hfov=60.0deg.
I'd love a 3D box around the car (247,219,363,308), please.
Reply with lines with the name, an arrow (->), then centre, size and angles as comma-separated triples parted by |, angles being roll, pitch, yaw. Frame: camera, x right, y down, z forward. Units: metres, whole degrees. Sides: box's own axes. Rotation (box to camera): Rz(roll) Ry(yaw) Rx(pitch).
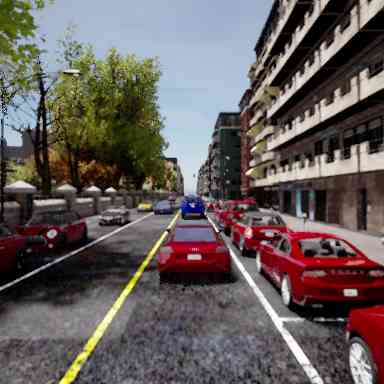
car -> 2.687, 1.580, 7.871 | 1.887, 1.381, 4.507 | 0, 0, 0

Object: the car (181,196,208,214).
car -> 0.088, 1.370, 32.227 | 2.150, 2.045, 5.566 | 0, 0, 0

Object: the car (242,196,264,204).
car -> 14.600, 1.993, 79.907 | 5.009, 1.841, 2.192 | 1, -1, 0

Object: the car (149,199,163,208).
car -> -5.702, 1.779, 52.741 | 1.752, 1.417, 4.829 | 0, 0, 0

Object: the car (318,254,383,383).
car -> 2.689, 1.555, 2.241 | 1.887, 1.381, 4.507 | 0, 0, 0

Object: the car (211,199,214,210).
car -> 2.684, 1.553, 24.762 | 1.967, 1.590, 4.097 | 0, 0, 0

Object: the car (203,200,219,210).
car -> 2.680, 1.790, 47.282 | 1.947, 1.339, 4.313 | 0, 0, 0

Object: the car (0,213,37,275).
car -> -5.694, 1.475, 7.870 | 1.967, 1.590, 4.097 | 0, 0, 0

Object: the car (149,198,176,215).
car -> -3.105, 1.718, 36.840 | 2.033, 1.411, 5.357 | 0, 0, 0

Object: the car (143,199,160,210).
car -> -5.700, 1.775, 47.280 | 2.008, 1.369, 4.403 | 0, 0, 0

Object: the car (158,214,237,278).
car -> 0.071, 1.611, 10.366 | 1.994, 1.385, 4.181 | 0, 0, 0

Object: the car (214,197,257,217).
car -> 2.684, 1.402, 19.131 | 2.192, 1.841, 5.009 | 0, 0, 0

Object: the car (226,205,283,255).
car -> 2.686, 1.501, 13.501 | 1.967, 1.590, 4.097 | 0, 0, 0

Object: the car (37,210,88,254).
car -> -5.695, 1.501, 13.498 | 1.967, 1.590, 4.097 | 0, 0, 0

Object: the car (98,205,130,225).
car -> -5.696, 1.664, 24.759 | 2.008, 1.369, 4.403 | 0, 0, 0

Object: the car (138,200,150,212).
car -> -5.700, 1.719, 41.480 | 1.752, 1.417, 4.829 | 0, 0, 0

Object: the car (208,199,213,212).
car -> 2.680, 1.635, 41.652 | 1.967, 1.590, 4.097 | 0, 0, 0

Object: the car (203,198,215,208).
car -> 2.678, 1.781, 53.083 | 1.752, 1.417, 4.829 | 0, 0, 0
